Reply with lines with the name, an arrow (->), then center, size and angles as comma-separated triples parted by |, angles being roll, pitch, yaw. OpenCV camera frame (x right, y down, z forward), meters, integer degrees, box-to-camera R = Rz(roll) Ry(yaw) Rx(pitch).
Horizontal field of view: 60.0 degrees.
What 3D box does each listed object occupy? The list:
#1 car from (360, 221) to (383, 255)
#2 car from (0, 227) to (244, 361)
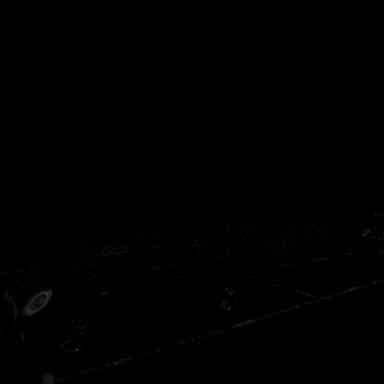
car -> 8.050, 1.499, 12.390 | 4.097, 1.590, 1.967 | 0, 0, -36
car -> -1.070, 1.450, 5.883 | 4.097, 1.590, 1.967 | 0, 0, -36
